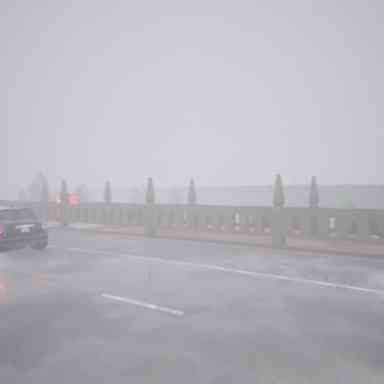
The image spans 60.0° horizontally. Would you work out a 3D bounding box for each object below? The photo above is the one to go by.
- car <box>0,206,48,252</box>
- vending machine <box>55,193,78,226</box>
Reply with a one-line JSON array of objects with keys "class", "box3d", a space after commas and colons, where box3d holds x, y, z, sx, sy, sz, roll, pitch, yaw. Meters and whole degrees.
[{"class": "car", "box3d": [-7.546, 1.301, 12.309, 4.553, 1.767, 2.097, 0, 0, 28]}, {"class": "vending machine", "box3d": [-8.119, 1.105, 21.542, 0.880, 2.100, 1.100, 0, 0, 26]}]
